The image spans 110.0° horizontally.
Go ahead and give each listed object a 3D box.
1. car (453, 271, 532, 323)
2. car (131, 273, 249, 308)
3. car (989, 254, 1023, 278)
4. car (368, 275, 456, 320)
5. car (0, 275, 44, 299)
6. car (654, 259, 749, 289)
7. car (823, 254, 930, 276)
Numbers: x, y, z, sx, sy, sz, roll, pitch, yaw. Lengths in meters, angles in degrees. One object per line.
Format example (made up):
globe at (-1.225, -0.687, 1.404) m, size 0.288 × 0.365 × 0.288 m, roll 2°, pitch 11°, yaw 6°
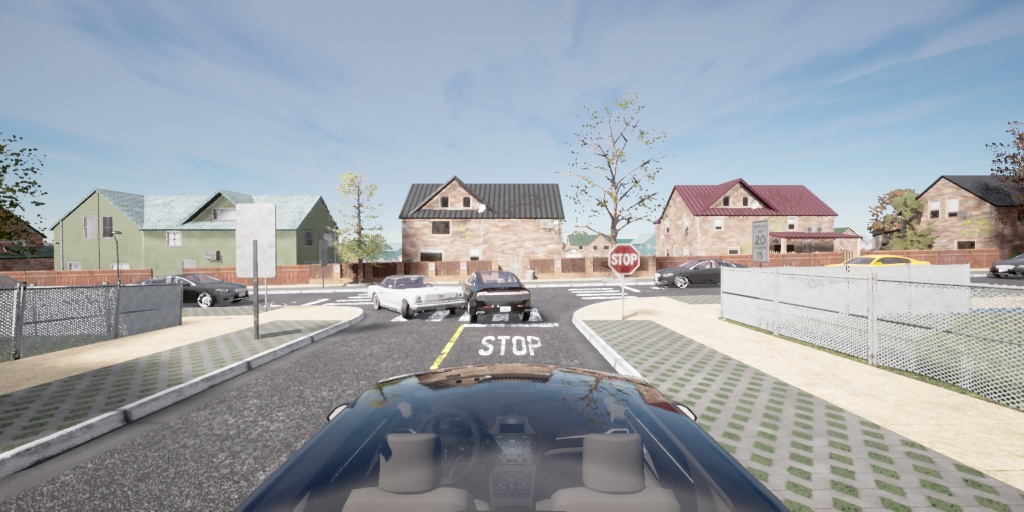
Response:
car at (-0.687, 1.243, 12.177) m, size 2.128 × 1.511 × 4.902 m, roll 0°, pitch 0°, yaw -12°
car at (-14.904, 1.567, 16.531) m, size 4.902 × 1.511 × 2.128 m, roll -1°, pitch 1°, yaw 0°
car at (29.383, 0.478, 19.662) m, size 4.902 × 1.511 × 2.128 m, roll -1°, pitch 1°, yaw 0°
car at (-3.603, 1.368, 13.036) m, size 1.895 × 1.301 × 4.718 m, roll 0°, pitch 0°, yaw -38°
car at (-24.241, 1.648, 16.489) m, size 4.553 × 1.767 × 2.097 m, roll -1°, pitch 1°, yaw 0°
car at (10.328, 0.926, 19.587) m, size 4.902 × 1.511 × 2.128 m, roll -1°, pitch 1°, yaw 0°
car at (19.759, 0.690, 19.624) m, size 5.008 × 1.535 × 1.882 m, roll -1°, pitch 1°, yaw -1°
